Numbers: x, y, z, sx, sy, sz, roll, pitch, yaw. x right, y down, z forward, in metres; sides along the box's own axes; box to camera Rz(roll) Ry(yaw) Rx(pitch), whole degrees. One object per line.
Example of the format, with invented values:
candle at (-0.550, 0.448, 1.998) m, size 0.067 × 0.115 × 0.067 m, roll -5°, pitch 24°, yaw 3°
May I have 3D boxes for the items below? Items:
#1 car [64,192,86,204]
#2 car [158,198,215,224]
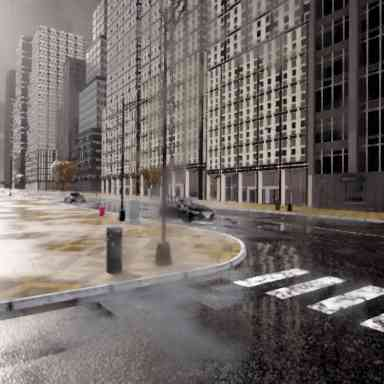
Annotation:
car at (-15.247, 0.784, 43.100) m, size 1.812 × 1.442 × 4.674 m, roll 1°, pitch 0°, yaw -34°
car at (-0.468, 1.168, 21.779) m, size 2.128 × 1.511 × 4.902 m, roll 1°, pitch 1°, yaw -35°
